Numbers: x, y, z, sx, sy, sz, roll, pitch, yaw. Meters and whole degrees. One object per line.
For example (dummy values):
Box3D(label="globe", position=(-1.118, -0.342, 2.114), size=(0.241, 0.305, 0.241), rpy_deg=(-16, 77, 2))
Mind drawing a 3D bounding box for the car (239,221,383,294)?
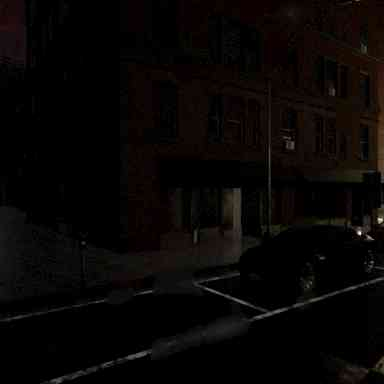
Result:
Box3D(label="car", position=(3.201, 1.566, 8.826), size=(4.313, 1.339, 1.947), rpy_deg=(0, 0, -36))
